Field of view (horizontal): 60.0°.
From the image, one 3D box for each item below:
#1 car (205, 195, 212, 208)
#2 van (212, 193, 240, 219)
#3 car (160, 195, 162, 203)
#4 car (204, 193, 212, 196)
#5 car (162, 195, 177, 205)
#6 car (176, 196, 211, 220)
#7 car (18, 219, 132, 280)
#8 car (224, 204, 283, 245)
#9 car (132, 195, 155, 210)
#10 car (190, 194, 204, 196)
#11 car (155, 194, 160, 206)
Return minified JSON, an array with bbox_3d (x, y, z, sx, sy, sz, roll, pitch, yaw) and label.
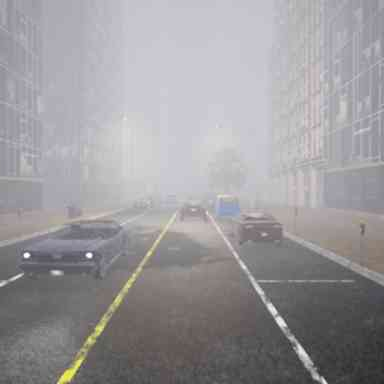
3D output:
[{"bbox_3d":[2.704,1.290,37.418,1.802,1.307,4.206,0,0,0],"label":"car"},{"bbox_3d":[2.701,1.143,26.020,1.690,1.788,3.998,0,0,0],"label":"van"},{"bbox_3d":[-5.670,1.088,54.341,1.752,1.417,4.829,0,1,0],"label":"car"},{"bbox_3d":[2.708,1.177,48.812,1.947,1.339,4.313,0,1,0],"label":"car"},{"bbox_3d":[-3.063,1.124,50.352,1.812,1.442,4.674,0,1,0],"label":"car"},{"bbox_3d":[0.109,1.304,26.185,2.163,1.488,4.792,0,0,0],"label":"car"},{"bbox_3d":[-3.097,1.529,9.829,1.895,1.301,4.718,0,0,0],"label":"car"},{"bbox_3d":[2.697,1.437,14.629,1.887,1.381,4.507,0,0,0],"label":"car"},{"bbox_3d":[-5.676,1.260,37.421,2.008,1.369,4.403,0,0,0],"label":"car"},{"bbox_3d":[0.113,1.170,42.503,2.163,1.488,4.792,0,1,0],"label":"car"},{"bbox_3d":[-5.674,1.227,43.117,1.947,1.339,4.313,0,0,0],"label":"car"}]
